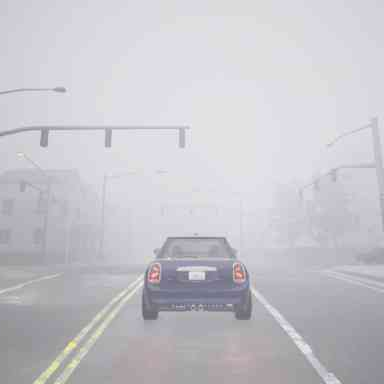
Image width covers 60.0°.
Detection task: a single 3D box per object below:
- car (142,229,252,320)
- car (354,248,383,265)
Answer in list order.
[{"bbox_3d":[0.087,1.809,8.247,2.097,1.767,4.553,0,-7,0],"label":"car"},{"bbox_3d":[14.665,4.755,24.410,4.718,1.301,1.895,0,-11,1],"label":"car"}]
